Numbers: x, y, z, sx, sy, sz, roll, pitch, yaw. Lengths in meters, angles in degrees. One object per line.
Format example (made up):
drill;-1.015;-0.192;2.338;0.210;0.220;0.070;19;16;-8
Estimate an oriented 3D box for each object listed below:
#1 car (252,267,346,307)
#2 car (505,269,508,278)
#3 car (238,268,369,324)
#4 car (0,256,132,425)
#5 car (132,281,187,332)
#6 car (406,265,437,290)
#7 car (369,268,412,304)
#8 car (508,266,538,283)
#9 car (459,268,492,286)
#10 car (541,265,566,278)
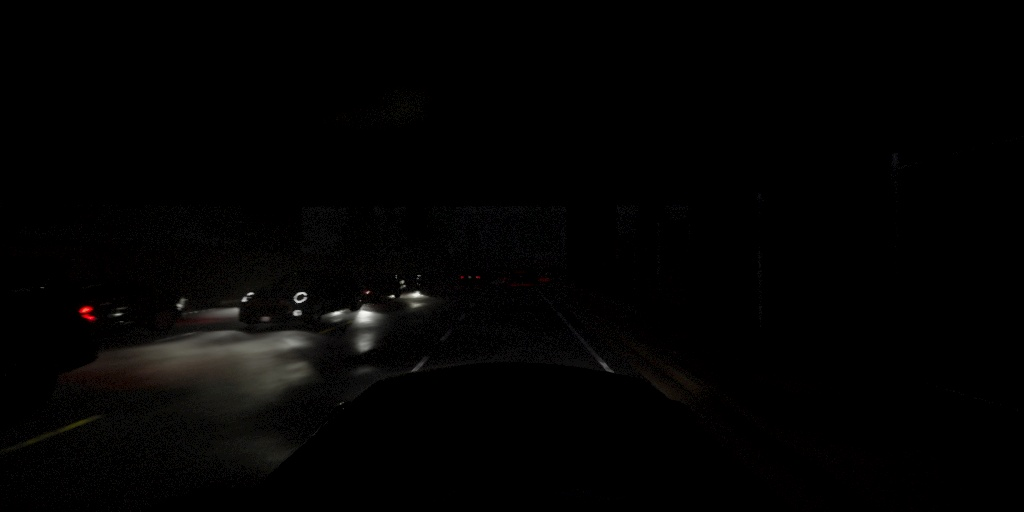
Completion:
car;-10.489;1.452;18.199;1.837;1.490;4.892;0;1;0
car;0.675;1.875;43.672;1.812;1.442;4.674;0;-1;23
car;-7.074;1.256;12.555;2.097;1.767;4.553;0;-1;0
car;-7.100;0.986;2.848;2.150;2.045;5.566;0;-1;0
car;-10.588;1.351;8.612;1.837;1.490;4.892;0;-1;0
car;-6.909;1.444;25.761;2.097;1.767;4.553;0;-1;2
car;-6.990;1.532;18.221;2.033;1.411;5.357;0;-1;0
car;1.284;1.690;34.014;1.882;1.535;5.008;0;-1;11
car;-2.941;1.698;29.775;2.033;1.411;5.357;0;-1;6
car;5.344;1.872;44.710;1.837;1.490;4.892;-1;-1;32
